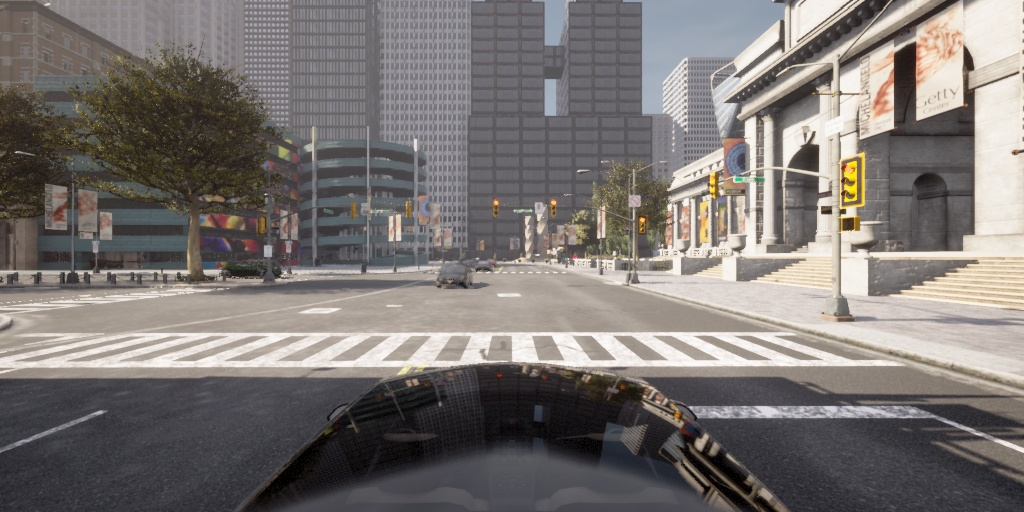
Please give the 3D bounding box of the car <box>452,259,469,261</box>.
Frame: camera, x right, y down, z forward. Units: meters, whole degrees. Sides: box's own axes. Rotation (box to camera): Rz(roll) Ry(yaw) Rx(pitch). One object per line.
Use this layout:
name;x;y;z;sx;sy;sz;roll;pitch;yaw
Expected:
car;-7.080;1.227;45.937;1.882;1.535;5.008;0;0;0

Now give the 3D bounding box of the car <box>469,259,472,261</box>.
car;-7.075;1.256;60.357;1.837;1.490;4.892;0;0;0

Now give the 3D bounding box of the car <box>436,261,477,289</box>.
car;-3.591;1.255;23.117;1.837;1.490;4.892;0;0;0

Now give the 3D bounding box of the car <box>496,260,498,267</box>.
car;-3.579;1.228;60.809;1.882;1.535;5.008;0;0;0

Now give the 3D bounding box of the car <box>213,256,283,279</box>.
car;-23.158;1.102;31.875;4.553;1.767;2.097;0;0;-3

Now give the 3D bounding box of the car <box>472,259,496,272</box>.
car;-3.580;1.297;46.281;2.033;1.411;5.357;0;0;0
